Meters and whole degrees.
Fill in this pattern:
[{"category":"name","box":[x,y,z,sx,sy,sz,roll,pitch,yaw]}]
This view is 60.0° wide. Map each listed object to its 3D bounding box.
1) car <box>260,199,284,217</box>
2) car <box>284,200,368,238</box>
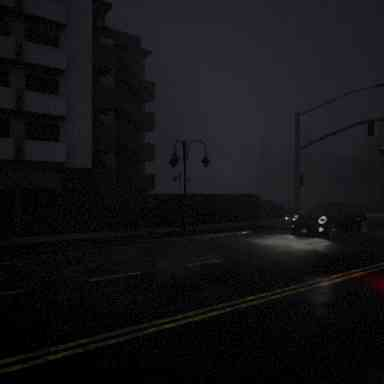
[{"category":"car","box":[7.769,1.477,32.176,1.882,1.535,5.008,0,0,-38]},{"category":"car","box":[7.390,1.352,17.815,4.553,1.767,2.097,0,0,-35]}]
